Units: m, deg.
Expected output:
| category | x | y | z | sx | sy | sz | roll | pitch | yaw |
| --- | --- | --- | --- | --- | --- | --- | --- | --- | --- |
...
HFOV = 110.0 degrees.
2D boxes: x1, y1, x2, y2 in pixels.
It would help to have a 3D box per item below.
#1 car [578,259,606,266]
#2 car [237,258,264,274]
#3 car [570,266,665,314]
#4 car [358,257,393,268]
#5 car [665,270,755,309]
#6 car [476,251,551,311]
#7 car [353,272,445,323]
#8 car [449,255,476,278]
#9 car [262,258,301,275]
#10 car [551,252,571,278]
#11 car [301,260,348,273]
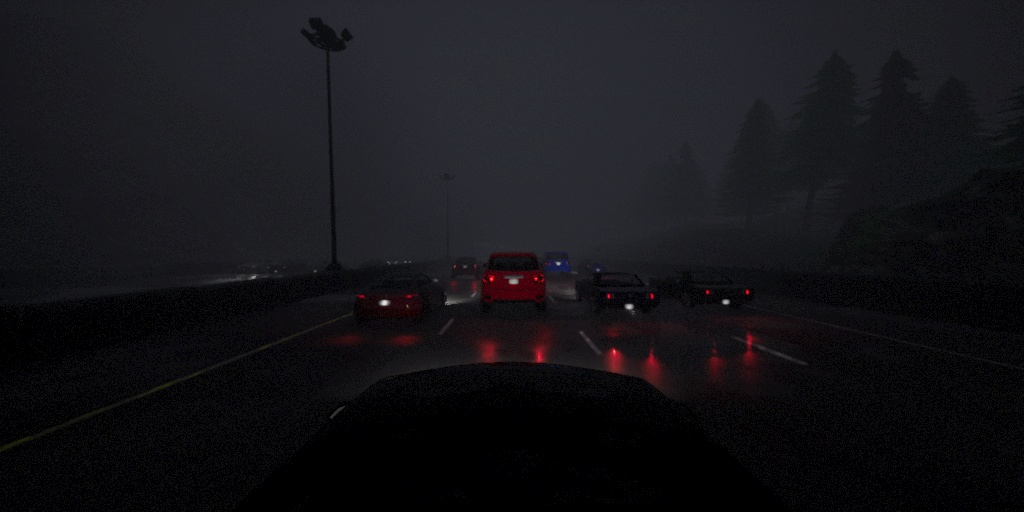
| category | x | y | z | sx | sy | sz | roll | pitch | yaw |
| --- | --- | --- | --- | --- | --- | --- | --- | --- | --- |
| car | 6.969 | 0.937 | 31.395 | 1.812 | 1.442 | 4.674 | 0 | 1 | 0 |
| car | -24.737 | 0.959 | 35.405 | 1.812 | 1.442 | 4.674 | 0 | 1 | 0 |
| car | 3.548 | 1.220 | 13.061 | 1.895 | 1.301 | 4.718 | 0 | 1 | 0 |
| car | -14.243 | 0.959 | 36.955 | 1.994 | 1.385 | 4.181 | 0 | 1 | 0 |
| car | 7.046 | 1.202 | 14.027 | 1.895 | 1.301 | 4.718 | 0 | 1 | 0 |
| car | 0.043 | 0.842 | 13.737 | 2.150 | 2.045 | 5.566 | 0 | 1 | 0 |
| car | -3.452 | 1.213 | 11.708 | 1.994 | 1.385 | 4.181 | 0 | 1 | 0 |
| car | -3.525 | 0.810 | 29.053 | 2.097 | 1.767 | 4.553 | 0 | 1 | 0 |
| car | -21.235 | 1.037 | 34.442 | 1.895 | 1.301 | 4.718 | 0 | 1 | 0 |
| car | 3.476 | 0.661 | 29.517 | 2.150 | 2.045 | 5.566 | 0 | 1 | 0 |
| car | -17.736 | 1.030 | 34.479 | 1.895 | 1.301 | 4.718 | 0 | 1 | 0 |
